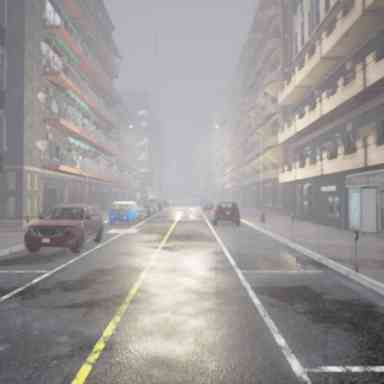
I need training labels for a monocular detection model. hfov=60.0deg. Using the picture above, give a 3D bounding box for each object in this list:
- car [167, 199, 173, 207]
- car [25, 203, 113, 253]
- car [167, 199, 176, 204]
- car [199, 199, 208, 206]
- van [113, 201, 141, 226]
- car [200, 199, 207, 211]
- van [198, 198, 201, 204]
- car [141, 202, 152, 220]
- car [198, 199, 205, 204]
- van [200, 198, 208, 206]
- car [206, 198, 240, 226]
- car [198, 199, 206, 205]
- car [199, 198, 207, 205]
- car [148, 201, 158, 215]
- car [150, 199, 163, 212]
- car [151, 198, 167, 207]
[{"bbox_3d":[-5.340,2.164,65.658,1.967,1.590,4.097,1,-1,0],"label":"car"},{"bbox_3d":[-5.310,1.477,14.624,2.192,1.841,5.009,1,-1,0],"label":"car"},{"bbox_3d":[-5.353,2.529,88.338,2.008,1.369,4.403,1,-1,0],"label":"car"},{"bbox_3d":[2.533,2.416,77.031,1.947,1.339,4.313,1,-1,0],"label":"car"},{"bbox_3d":[-5.317,1.627,25.965,1.690,1.788,3.998,1,-1,0],"label":"van"},{"bbox_3d":[2.548,2.101,48.679,1.947,1.339,4.313,1,-1,0],"label":"car"},{"bbox_3d":[2.542,2.065,65.693,1.690,1.788,3.998,1,-1,0],"label":"van"},{"bbox_3d":[-5.323,1.898,31.633,2.008,1.369,4.403,1,-1,0],"label":"car"},{"bbox_3d":[2.527,2.505,88.542,1.752,1.417,4.829,1,-1,0],"label":"car"},{"bbox_3d":[2.539,2.128,71.364,1.690,1.788,3.998,1,-1,0],"label":"van"},{"bbox_3d":[2.564,1.600,25.999,2.192,1.841,5.009,1,-1,0],"label":"car"},{"bbox_3d":[2.530,2.459,82.701,1.887,1.381,4.507,1,-1,0],"label":"car"},{"bbox_3d":[2.545,2.148,54.350,2.008,1.369,4.403,1,-1,0],"label":"car"},{"bbox_3d":[-5.326,1.976,37.304,1.947,1.339,4.313,1,-1,0],"label":"car"},{"bbox_3d":[-5.329,2.023,42.974,2.008,1.369,4.403,1,-1,0],"label":"car"},{"bbox_3d":[-5.329,1.850,48.648,2.192,1.841,5.009,1,-1,0],"label":"car"}]
